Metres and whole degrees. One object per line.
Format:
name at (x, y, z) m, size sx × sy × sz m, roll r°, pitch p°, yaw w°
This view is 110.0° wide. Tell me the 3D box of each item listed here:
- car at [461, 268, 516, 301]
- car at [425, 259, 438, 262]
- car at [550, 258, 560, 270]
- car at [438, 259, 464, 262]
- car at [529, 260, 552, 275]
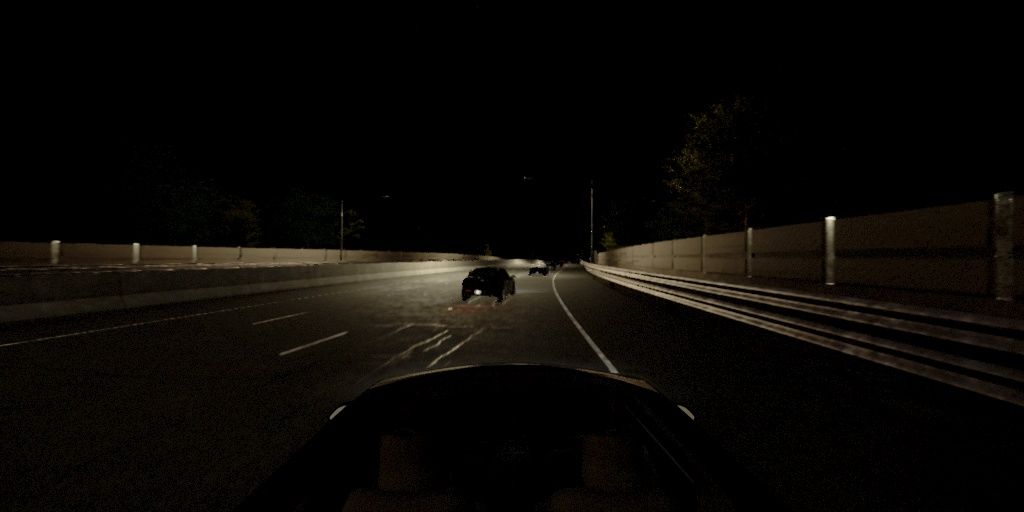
car at (-1.011, 1.291, 17.281) m, size 1.837 × 1.490 × 4.892 m, roll 0°, pitch -1°, yaw 10°
car at (-14.135, 1.243, 63.535) m, size 2.097 × 1.767 × 4.553 m, roll 0°, pitch 0°, yaw 10°
car at (5.858, 1.429, 55.946) m, size 2.128 × 1.511 × 4.902 m, roll 0°, pitch 0°, yaw 10°
car at (-10.655, 1.254, 63.134) m, size 2.097 × 1.767 × 4.553 m, roll 0°, pitch 0°, yaw 11°
car at (3.053, 1.463, 40.159) m, size 1.895 × 1.301 × 4.718 m, roll 0°, pitch 0°, yaw 10°
